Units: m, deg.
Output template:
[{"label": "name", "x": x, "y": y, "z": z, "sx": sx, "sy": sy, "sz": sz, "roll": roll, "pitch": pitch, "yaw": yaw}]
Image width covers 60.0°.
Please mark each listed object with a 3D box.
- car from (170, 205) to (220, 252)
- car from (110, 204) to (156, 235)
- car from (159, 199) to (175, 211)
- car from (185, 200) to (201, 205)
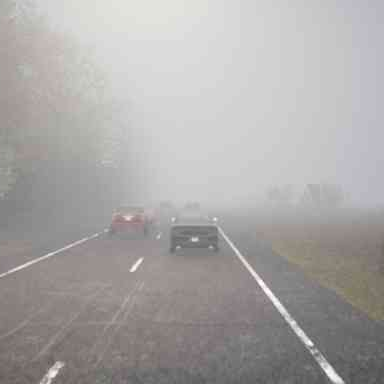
[{"label": "car", "x": 0.097, "y": 1.561, "z": 14.343, "sx": 1.882, "sy": 1.535, "sz": 5.008, "roll": 0, "pitch": 0, "yaw": 0}, {"label": "car", "x": -3.405, "y": 1.467, "z": 19.888, "sx": 2.097, "sy": 1.767, "sz": 4.553, "roll": 0, "pitch": 0, "yaw": 0}, {"label": "car", "x": -3.410, "y": 1.756, "z": 45.237, "sx": 1.837, "sy": 1.490, "sz": 4.892, "roll": 0, "pitch": -1, "yaw": 0}, {"label": "car", "x": 0.090, "y": 1.738, "z": 44.288, "sx": 2.128, "sy": 1.511, "sz": 4.902, "roll": 0, "pitch": 0, "yaw": 0}]
